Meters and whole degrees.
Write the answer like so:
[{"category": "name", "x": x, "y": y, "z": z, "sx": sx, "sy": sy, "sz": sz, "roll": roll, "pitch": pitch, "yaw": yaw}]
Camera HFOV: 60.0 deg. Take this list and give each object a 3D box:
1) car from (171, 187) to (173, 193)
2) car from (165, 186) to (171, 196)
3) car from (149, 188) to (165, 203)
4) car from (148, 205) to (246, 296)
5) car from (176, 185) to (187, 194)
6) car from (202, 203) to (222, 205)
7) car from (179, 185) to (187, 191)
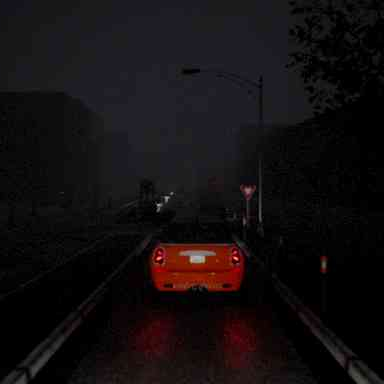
[{"category": "car", "x": -5.305, "y": -0.595, "z": 76.297, "sx": 1.812, "sy": 1.442, "sz": 4.674, "roll": 0, "pitch": 2, "yaw": 0}, {"category": "car", "x": -5.336, "y": 0.025, "z": 61.341, "sx": 1.812, "sy": 1.442, "sz": 4.674, "roll": 0, "pitch": 3, "yaw": 0}, {"category": "car", "x": -5.341, "y": 0.513, "z": 45.638, "sx": 2.097, "sy": 1.767, "sz": 4.553, "roll": 0, "pitch": 2, "yaw": 0}, {"category": "car", "x": 0.117, "y": 1.401, "z": 8.946, "sx": 2.097, "sy": 1.767, "sz": 4.553, "roll": 0, "pitch": 0, "yaw": 0}, {"category": "car", "x": -2.274, "y": -0.409, "z": 70.299, "sx": 1.837, "sy": 1.490, "sz": 4.892, "roll": 0, "pitch": 2, "yaw": 0}, {"category": "car", "x": 1.252, "y": 1.427, "z": 21.320, "sx": 2.033, "sy": 1.411, "sz": 5.357, "roll": 0, "pitch": 2, "yaw": 10}, {"category": "car", "x": -2.324, "y": -0.990, "z": 86.910, "sx": 1.882, "sy": 1.535, "sz": 5.008, "roll": 0, "pitch": 2, "yaw": 0}]
